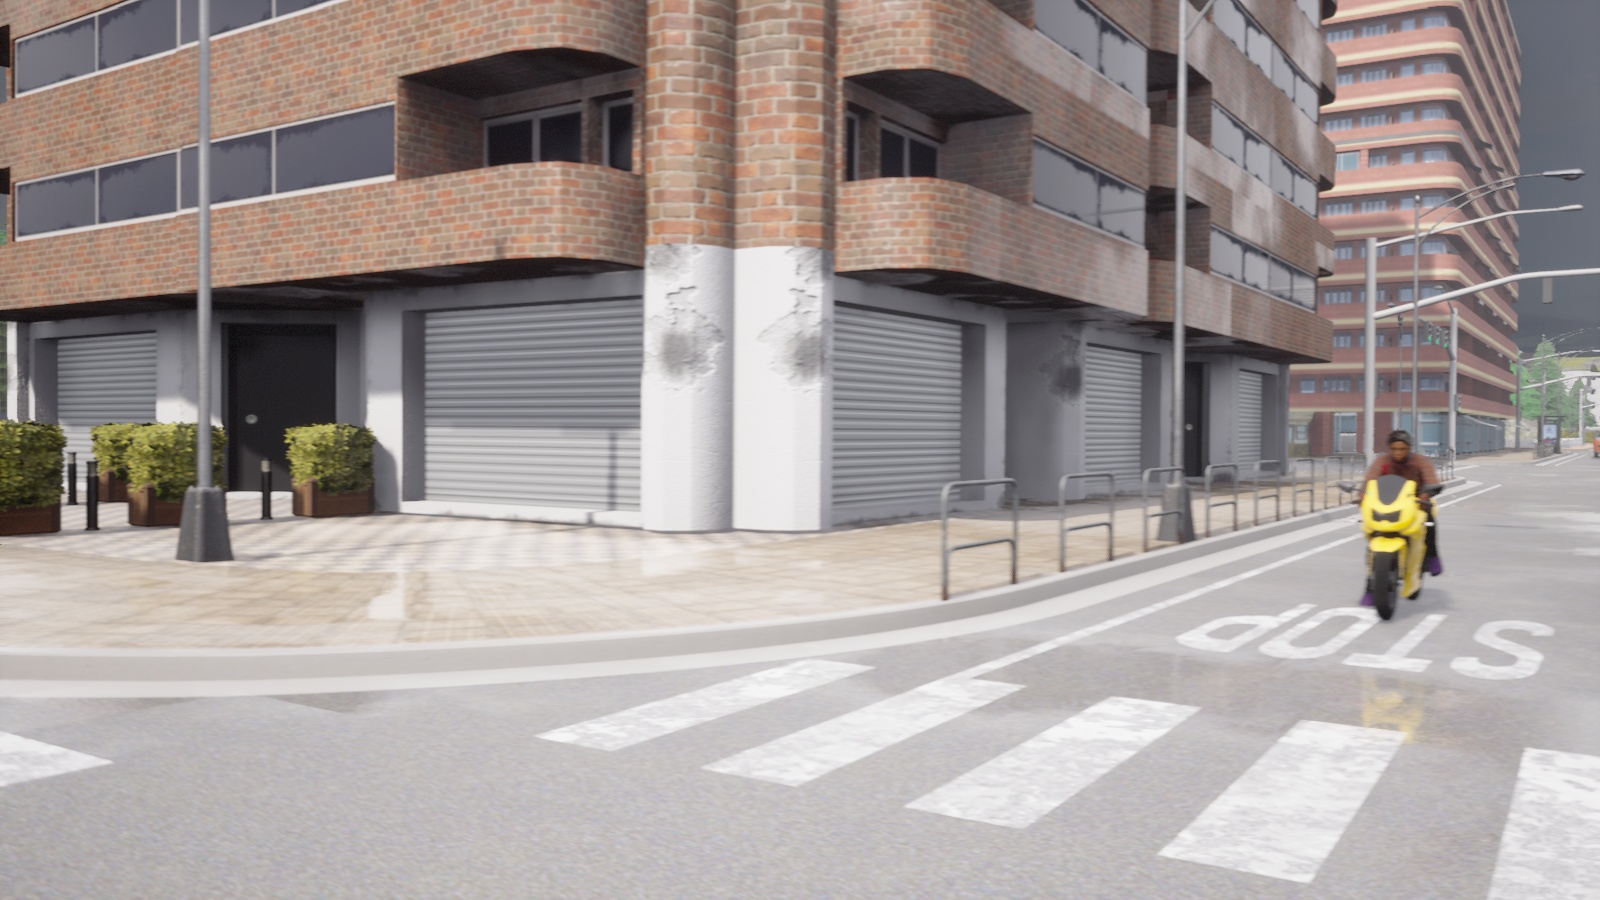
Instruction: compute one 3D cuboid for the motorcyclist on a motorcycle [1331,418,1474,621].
[{"bbox_3d":[5.074,0.502,10.494,0.797,1.523,2.044,0,1,34],"label":"motorcyclist on a motorcycle"}]
